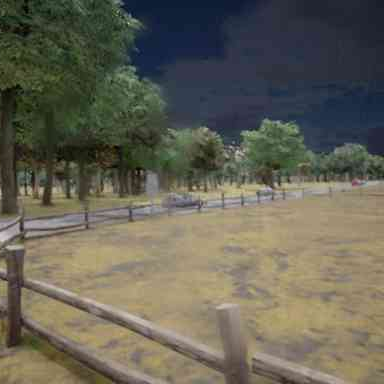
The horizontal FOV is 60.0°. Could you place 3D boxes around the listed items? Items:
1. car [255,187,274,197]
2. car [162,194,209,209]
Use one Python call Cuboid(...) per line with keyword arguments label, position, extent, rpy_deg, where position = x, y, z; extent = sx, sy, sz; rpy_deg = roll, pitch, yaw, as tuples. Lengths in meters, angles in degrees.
Cuboid(label="car", position=(12.088, -0.045, 55.049), extent=(1.812, 1.442, 4.674), rpy_deg=(0, 2, 36))
Cuboid(label="car", position=(-0.568, 0.853, 31.633), extent=(2.033, 1.411, 5.357), rpy_deg=(0, 2, 36))
